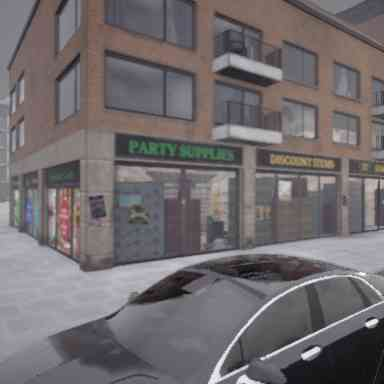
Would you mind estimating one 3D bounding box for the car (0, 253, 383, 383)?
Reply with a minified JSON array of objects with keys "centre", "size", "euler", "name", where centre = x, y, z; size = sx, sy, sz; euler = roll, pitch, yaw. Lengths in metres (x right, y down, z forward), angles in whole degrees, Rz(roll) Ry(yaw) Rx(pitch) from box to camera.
[{"centre":[0.499,1.506,3.414],"size":[4.892,1.490,1.837],"euler":[0,0,-35],"name":"car"}]
